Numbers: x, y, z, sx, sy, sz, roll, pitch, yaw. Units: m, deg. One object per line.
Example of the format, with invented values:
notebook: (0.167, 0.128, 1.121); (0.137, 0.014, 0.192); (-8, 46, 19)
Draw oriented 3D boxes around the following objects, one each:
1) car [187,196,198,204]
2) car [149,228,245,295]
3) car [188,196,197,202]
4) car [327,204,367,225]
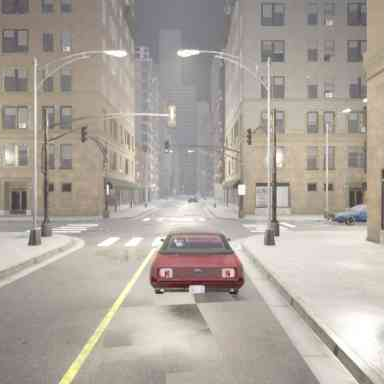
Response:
car: (0.177, 1.516, 65.185); (1.812, 1.442, 4.674); (0, 0, 0)
car: (0.088, 1.602, 8.685); (1.895, 1.301, 4.718); (0, 0, 0)
car: (0.094, 1.577, 75.114); (1.895, 1.301, 4.718); (0, 0, 0)
car: (12.197, 1.515, 22.792); (5.357, 1.411, 2.033); (0, 0, 3)
